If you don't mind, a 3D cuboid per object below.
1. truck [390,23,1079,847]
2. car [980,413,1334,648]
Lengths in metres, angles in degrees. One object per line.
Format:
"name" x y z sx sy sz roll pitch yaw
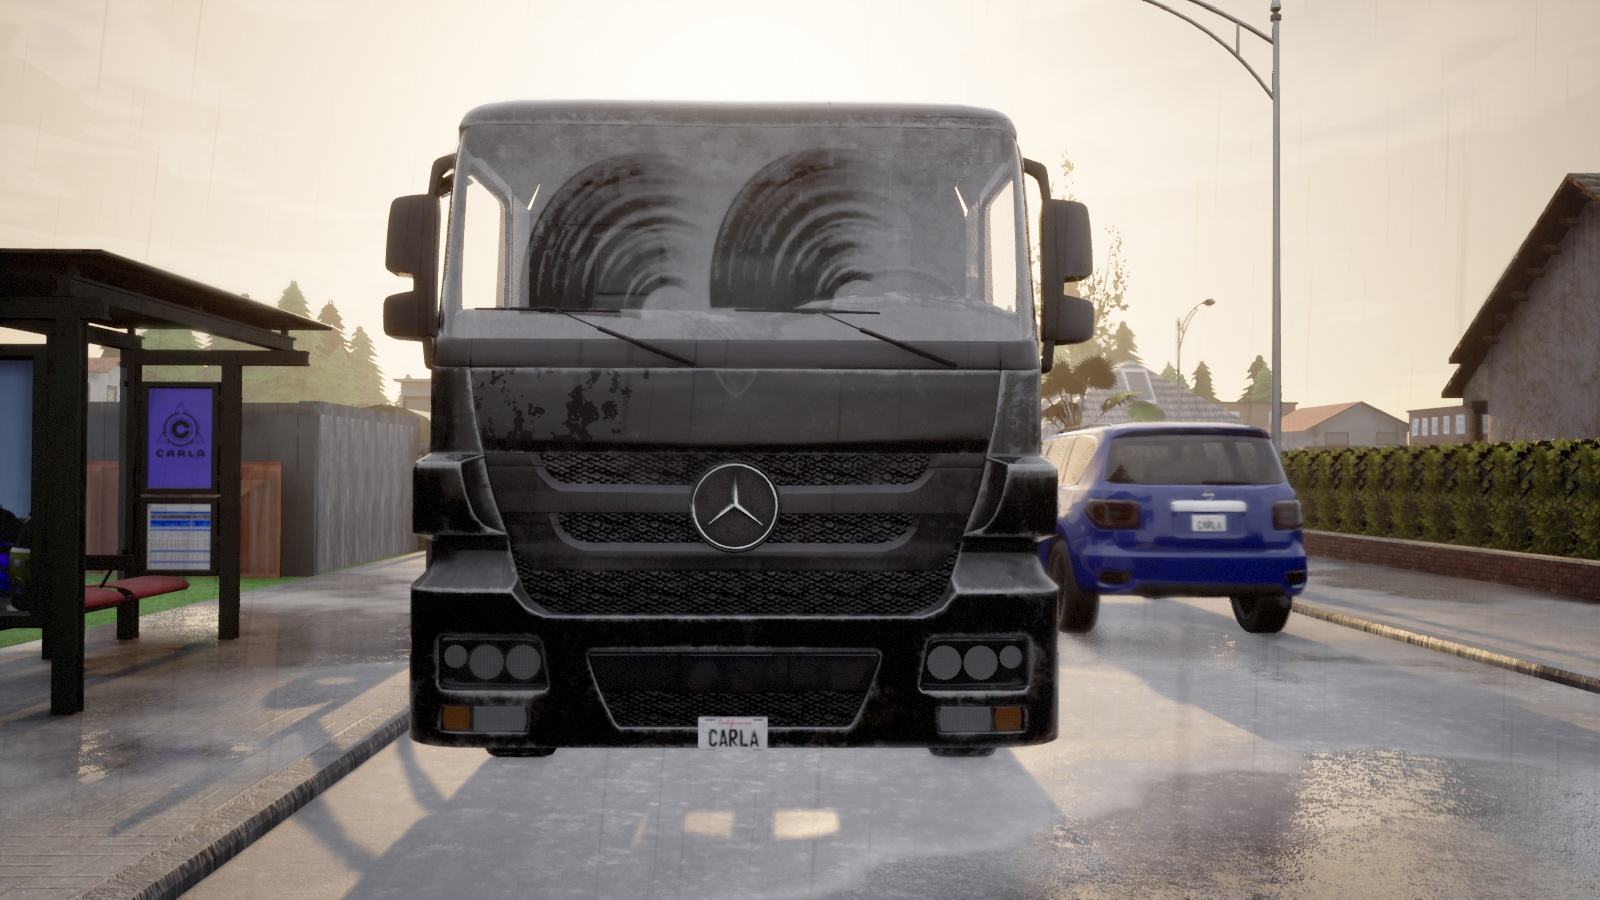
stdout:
"truck" -0.345 -0.011 9.266 2.891 3.462 7.936 0 -1 -1
"car" 3.527 0.750 13.773 2.150 2.045 5.566 0 -1 -2
